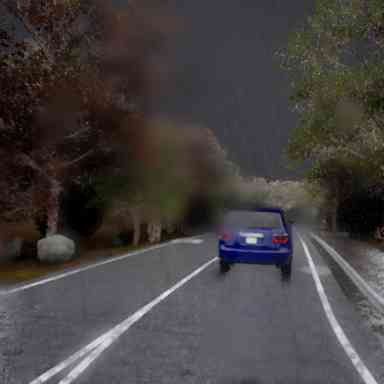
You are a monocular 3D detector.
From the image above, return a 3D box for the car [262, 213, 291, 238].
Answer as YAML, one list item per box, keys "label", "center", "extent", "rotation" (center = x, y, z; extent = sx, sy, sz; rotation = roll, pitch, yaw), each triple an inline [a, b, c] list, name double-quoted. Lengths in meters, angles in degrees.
- label: "car"
  center: [6.952, 2.676, 27.049]
  extent: [2.097, 1.767, 4.553]
  rotation: [0, -5, 17]

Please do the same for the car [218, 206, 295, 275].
- label: "car"
  center: [2.421, 1.535, 11.801]
  extent: [2.150, 2.045, 5.566]
  rotation: [0, -2, 17]
